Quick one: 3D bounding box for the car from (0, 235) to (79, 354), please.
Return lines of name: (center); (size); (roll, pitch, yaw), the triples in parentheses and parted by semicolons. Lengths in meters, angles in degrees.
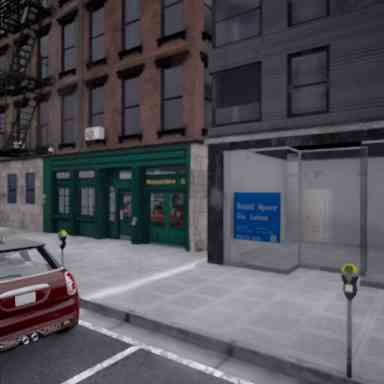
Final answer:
car: (-3.758, 1.419, 5.485); (4.097, 1.590, 1.967); (0, 0, 35)
